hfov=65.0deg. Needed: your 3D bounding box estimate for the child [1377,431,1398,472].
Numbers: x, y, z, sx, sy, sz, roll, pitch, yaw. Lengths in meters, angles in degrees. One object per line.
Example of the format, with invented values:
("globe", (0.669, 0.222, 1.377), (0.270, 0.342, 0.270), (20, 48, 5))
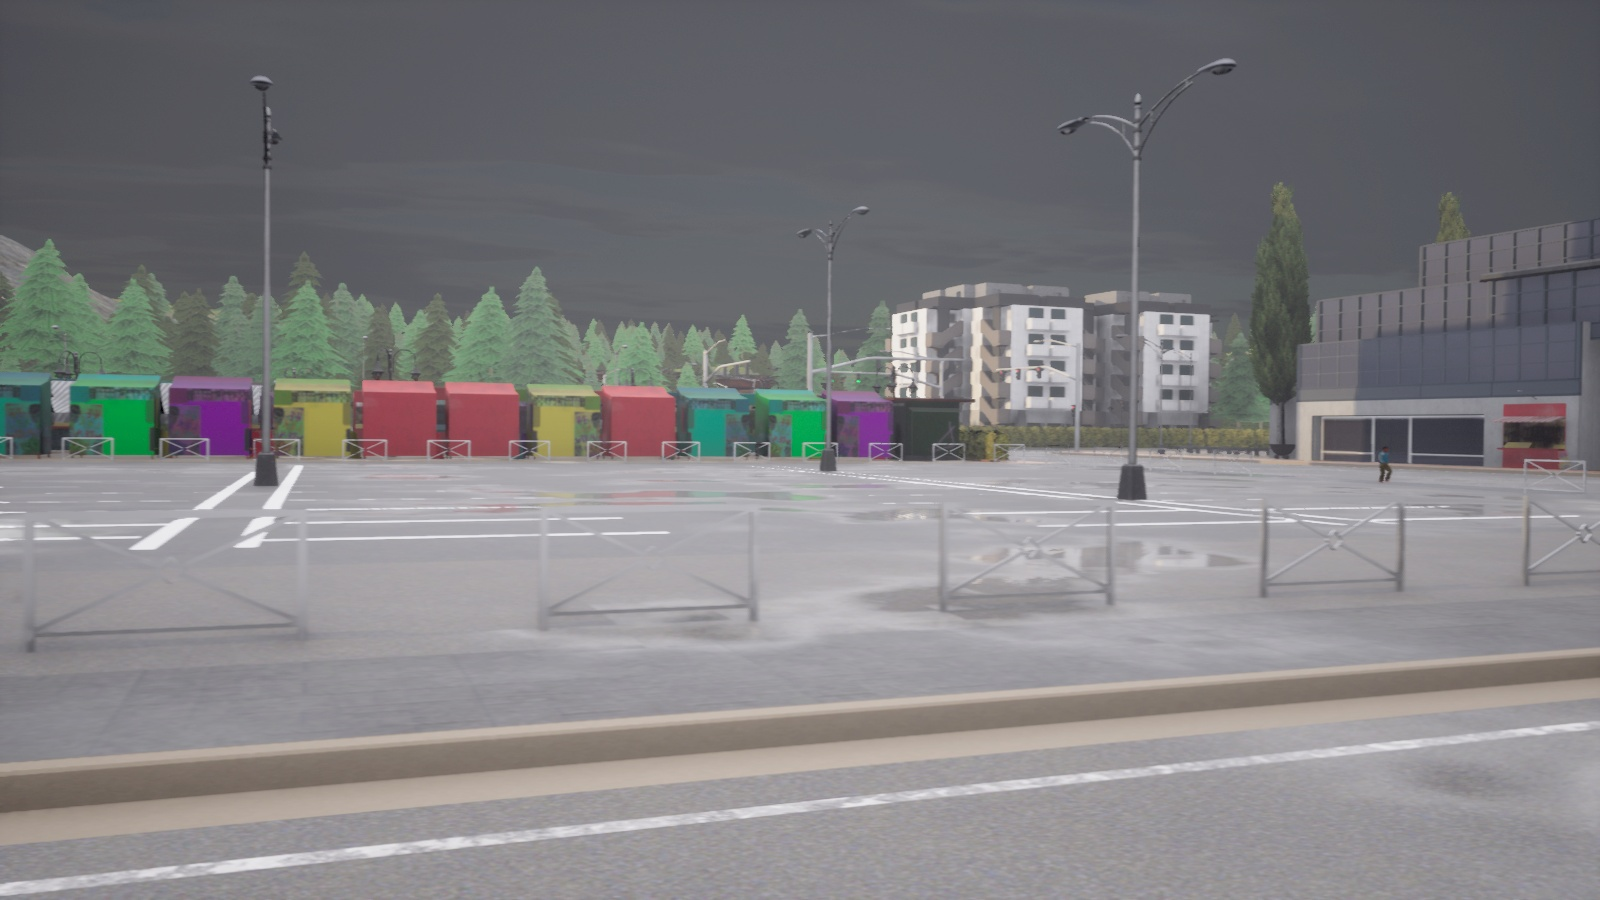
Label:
("child", (17.421, 0.042, 37.253), (0.343, 1.192, 0.448), (-1, 1, -19))
